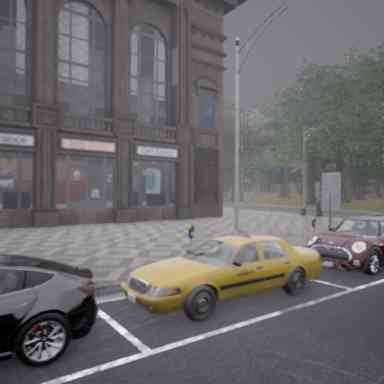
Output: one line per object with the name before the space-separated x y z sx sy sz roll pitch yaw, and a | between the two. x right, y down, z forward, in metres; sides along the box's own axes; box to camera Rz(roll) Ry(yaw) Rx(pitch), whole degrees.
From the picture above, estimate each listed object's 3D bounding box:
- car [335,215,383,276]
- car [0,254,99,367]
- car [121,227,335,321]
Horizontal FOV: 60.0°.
car | 5.461 1.509 10.551 4.097 1.590 1.967 0 0 -36
car | -3.389 1.563 4.231 4.313 1.339 1.947 0 0 -36
car | 0.898 1.557 7.293 4.829 1.417 1.752 0 0 -36
